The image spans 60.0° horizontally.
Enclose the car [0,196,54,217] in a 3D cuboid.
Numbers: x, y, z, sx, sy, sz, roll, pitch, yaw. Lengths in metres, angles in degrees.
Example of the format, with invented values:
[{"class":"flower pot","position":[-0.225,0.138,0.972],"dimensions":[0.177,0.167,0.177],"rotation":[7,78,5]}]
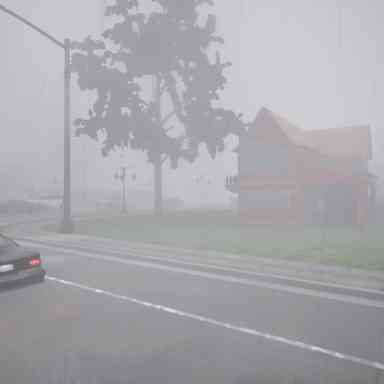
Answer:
[{"class":"car","position":[-16.159,1.477,31.548],"dimensions":[1.882,1.535,5.008],"rotation":[0,0,34]}]

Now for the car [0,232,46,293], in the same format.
[{"class":"car","position":[-5.699,1.546,8.007],"dimensions":[5.357,1.411,2.033],"rotation":[0,0,36]}]

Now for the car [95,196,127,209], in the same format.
[{"class":"car","position":[-11.103,1.345,45.713],"dimensions":[2.097,1.767,4.553],"rotation":[0,0,34]}]

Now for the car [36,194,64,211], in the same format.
[{"class":"car","position":[-16.571,1.215,37.607],"dimensions":[2.150,2.045,5.566],"rotation":[0,0,33]}]

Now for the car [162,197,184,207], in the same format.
[{"class":"car","position":[-3.115,1.498,51.020],"dimensions":[1.837,1.490,4.892],"rotation":[0,0,34]}]
